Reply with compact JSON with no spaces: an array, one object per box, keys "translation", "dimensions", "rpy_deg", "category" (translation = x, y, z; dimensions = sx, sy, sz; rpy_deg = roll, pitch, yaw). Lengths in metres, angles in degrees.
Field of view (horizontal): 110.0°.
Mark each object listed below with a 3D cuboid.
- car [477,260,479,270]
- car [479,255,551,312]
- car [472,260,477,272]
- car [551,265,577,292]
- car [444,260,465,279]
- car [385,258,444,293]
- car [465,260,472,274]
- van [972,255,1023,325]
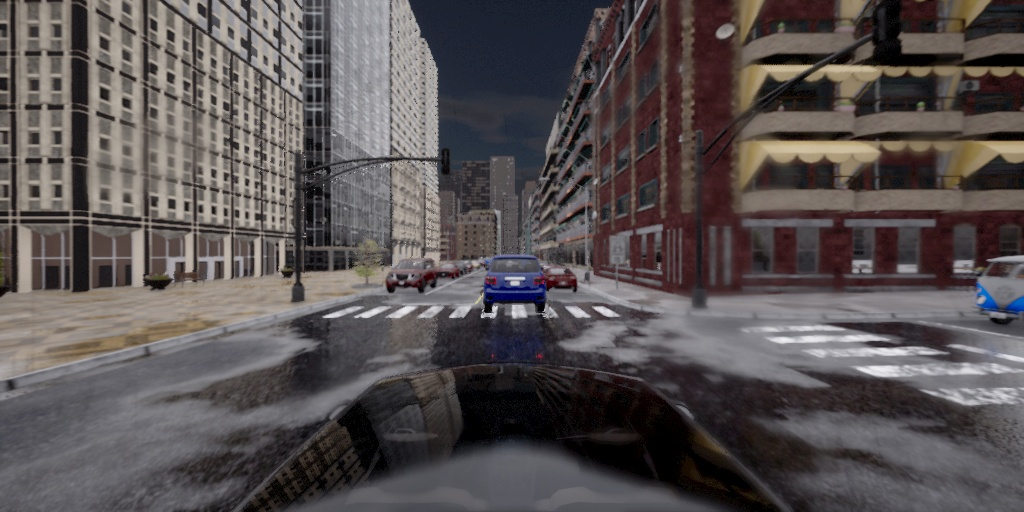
[{"translation":[-5.706,1.292,54.008],"dimensions":[1.751,1.417,4.829],"rpy_deg":[0,0,0],"category":"car"},{"translation":[0.097,0.971,14.248],"dimensions":[2.150,2.045,5.566],"rpy_deg":[0,0,0],"category":"car"},{"translation":[-5.703,1.198,43.124],"dimensions":[1.967,1.591,4.097],"rpy_deg":[0,0,0],"category":"car"},{"translation":[2.683,1.296,21.015],"dimensions":[1.888,1.381,4.507],"rpy_deg":[0,0,0],"category":"car"},{"translation":[-5.700,1.297,32.068],"dimensions":[1.888,1.381,4.507],"rpy_deg":[0,0,0],"category":"car"},{"translation":[-5.698,1.065,21.013],"dimensions":[2.192,1.841,5.009],"rpy_deg":[0,0,0],"category":"car"},{"translation":[-5.702,1.320,37.596],"dimensions":[1.948,1.339,4.313],"rpy_deg":[0,0,0],"category":"car"},{"translation":[13.717,0.860,8.590],"dimensions":[3.998,1.789,1.690],"rpy_deg":[0,0,0],"category":"van"}]
